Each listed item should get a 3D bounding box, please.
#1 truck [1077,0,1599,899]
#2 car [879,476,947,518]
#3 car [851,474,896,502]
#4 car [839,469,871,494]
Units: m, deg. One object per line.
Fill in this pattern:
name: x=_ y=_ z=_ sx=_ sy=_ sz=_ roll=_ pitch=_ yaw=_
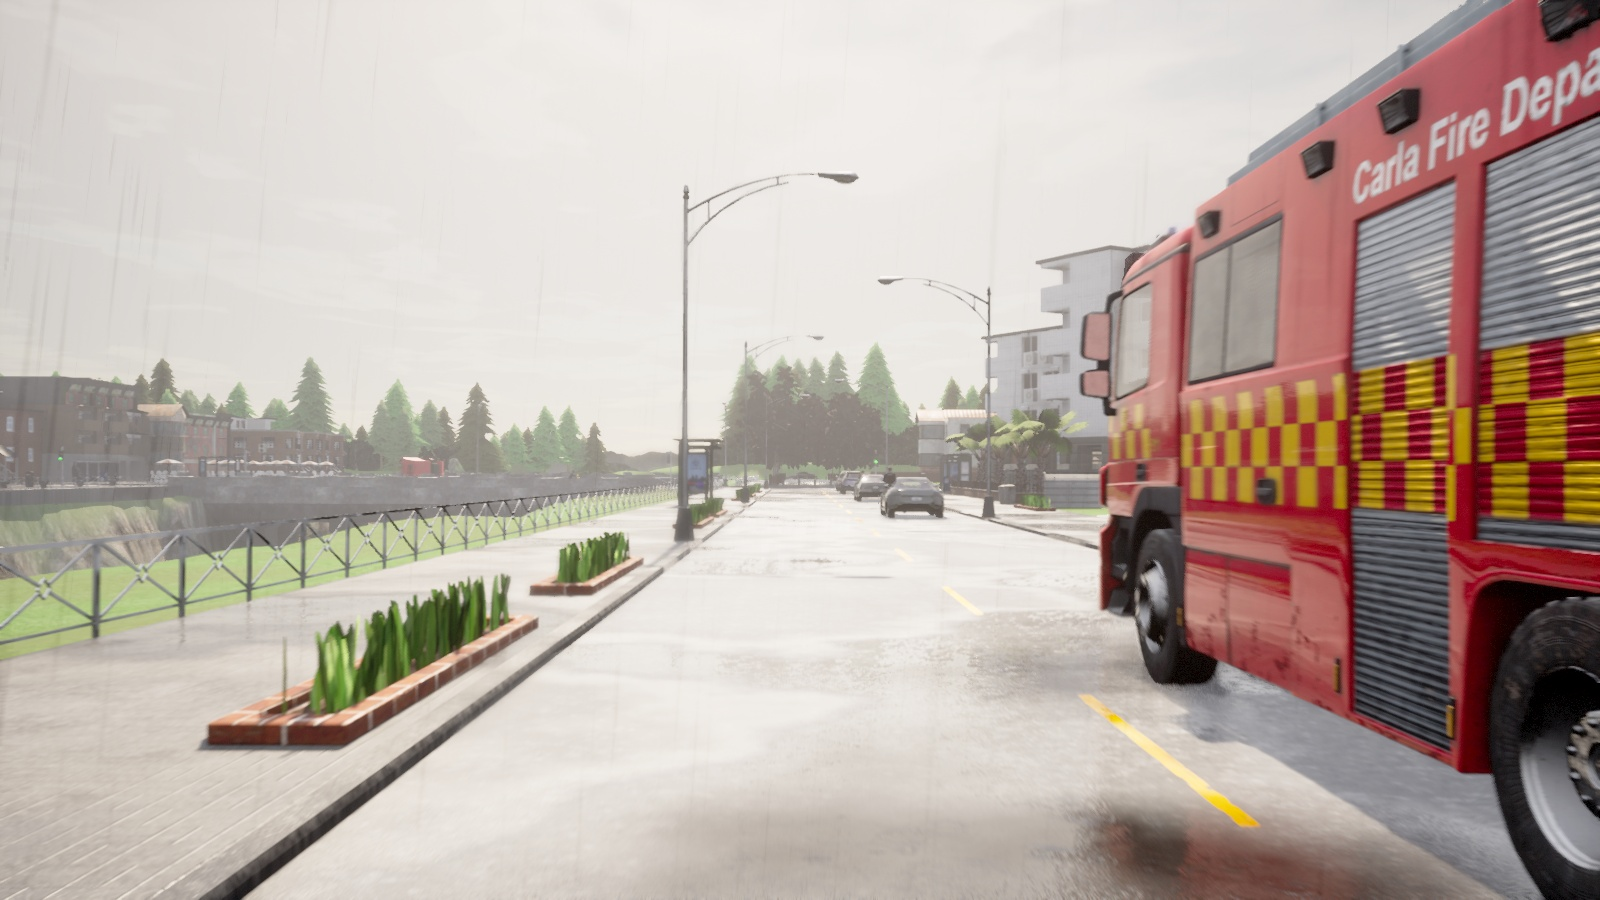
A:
truck: x=3.979 y=-0.247 z=7.123 sx=2.891 sy=3.827 sz=8.468 roll=0 pitch=-1 yaw=0
car: x=3.897 y=1.600 z=44.034 sx=1.994 sy=1.385 sz=4.181 roll=0 pitch=-1 yaw=0
car: x=3.845 y=1.959 z=66.428 sx=2.033 sy=1.411 sz=5.357 roll=0 pitch=-1 yaw=0
car: x=3.793 y=2.193 z=87.367 sx=2.033 sy=1.649 sz=4.856 roll=0 pitch=-1 yaw=0
